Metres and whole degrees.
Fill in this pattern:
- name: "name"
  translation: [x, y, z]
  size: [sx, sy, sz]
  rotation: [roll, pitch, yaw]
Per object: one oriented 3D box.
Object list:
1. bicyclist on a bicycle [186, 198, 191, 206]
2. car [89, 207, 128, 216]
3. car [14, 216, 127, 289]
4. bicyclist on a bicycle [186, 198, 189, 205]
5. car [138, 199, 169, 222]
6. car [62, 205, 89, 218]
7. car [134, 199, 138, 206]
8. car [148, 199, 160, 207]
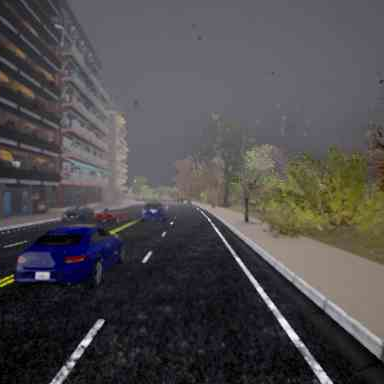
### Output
- name: "bicyclist on a bicycle"
  translation: [-0.476, 2.133, 70.274]
  size: [0.659, 1.776, 1.843]
  rotation: [0, 0, -4]
- name: "car"
  translation: [-6.624, 1.899, 27.318]
  size: [1.895, 1.301, 4.718]
  rotation: [0, -1, 0]
- name: "car"
  translation: [-3.164, 1.627, 9.353]
  size: [1.812, 1.442, 4.674]
  rotation: [0, 0, 0]
- name: "bicyclist on a bicycle"
  translation: [-1.102, 2.310, 79.332]
  size: [0.582, 1.620, 1.656]
  rotation: [0, -1, -4]
- name: "car"
  translation: [-3.184, 1.674, 29.383]
  size: [2.097, 1.767, 4.553]
  rotation: [0, -1, 0]
- name: "car"
  translation: [-9.886, 1.884, 29.306]
  size: [1.994, 1.385, 4.181]
  rotation: [0, -1, 0]
- name: "car"
  translation: [-11.134, 2.274, 70.124]
  size: [1.812, 1.442, 4.674]
  rotation: [0, -1, -3]
- name: "car"
  translation: [-7.756, 2.266, 68.191]
  size: [2.128, 1.511, 4.902]
  rotation: [0, -1, -3]
